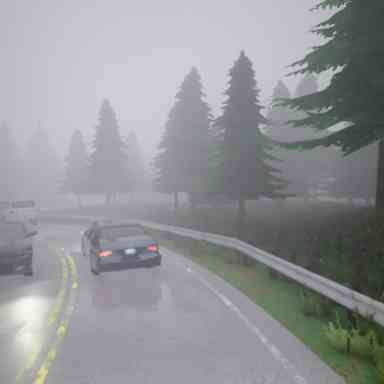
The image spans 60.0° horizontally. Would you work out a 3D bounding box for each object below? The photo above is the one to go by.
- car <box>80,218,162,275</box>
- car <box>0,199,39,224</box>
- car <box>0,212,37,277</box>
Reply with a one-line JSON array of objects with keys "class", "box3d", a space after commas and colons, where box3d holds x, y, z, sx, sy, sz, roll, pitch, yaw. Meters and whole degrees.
[{"class": "car", "box3d": [-2.509, 1.582, 10.824, 2.033, 1.411, 5.357, -2, 0, -22]}, {"class": "car", "box3d": [-13.641, 1.614, 25.295, 5.566, 2.045, 2.150, -3, 2, 43]}, {"class": "car", "box3d": [-6.001, 1.637, 10.441, 1.882, 1.535, 5.008, -2, 0, -26]}]
